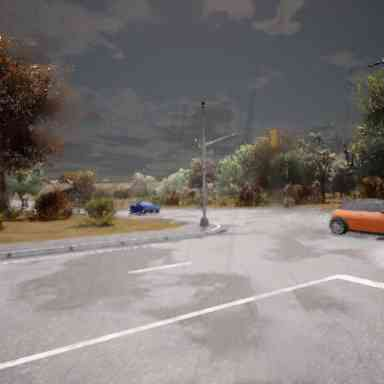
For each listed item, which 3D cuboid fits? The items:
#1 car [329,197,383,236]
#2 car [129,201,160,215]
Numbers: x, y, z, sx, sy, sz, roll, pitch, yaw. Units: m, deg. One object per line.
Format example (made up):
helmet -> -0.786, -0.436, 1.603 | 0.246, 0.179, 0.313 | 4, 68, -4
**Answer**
car -> 8.490, 1.109, 14.615 | 2.097, 1.767, 4.553 | -1, 1, -32
car -> -5.193, 1.720, 36.255 | 1.882, 1.535, 5.008 | -1, -2, -32
